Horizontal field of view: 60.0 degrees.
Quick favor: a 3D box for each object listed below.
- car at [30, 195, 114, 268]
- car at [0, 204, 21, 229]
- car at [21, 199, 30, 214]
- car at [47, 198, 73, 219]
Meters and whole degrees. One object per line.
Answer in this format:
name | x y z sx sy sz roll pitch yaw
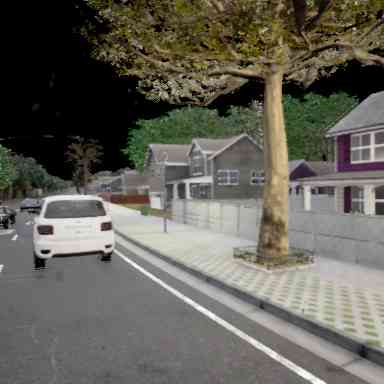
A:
car | -4.192 1.119 11.251 2.150 2.045 5.566 -1 1 -26
car | -11.820 1.485 20.041 1.895 1.301 4.718 -1 0 -21
car | -18.576 1.458 38.507 1.994 1.385 4.181 -1 0 -19
car | -11.202 1.321 28.389 1.882 1.535 5.008 -1 0 -20
